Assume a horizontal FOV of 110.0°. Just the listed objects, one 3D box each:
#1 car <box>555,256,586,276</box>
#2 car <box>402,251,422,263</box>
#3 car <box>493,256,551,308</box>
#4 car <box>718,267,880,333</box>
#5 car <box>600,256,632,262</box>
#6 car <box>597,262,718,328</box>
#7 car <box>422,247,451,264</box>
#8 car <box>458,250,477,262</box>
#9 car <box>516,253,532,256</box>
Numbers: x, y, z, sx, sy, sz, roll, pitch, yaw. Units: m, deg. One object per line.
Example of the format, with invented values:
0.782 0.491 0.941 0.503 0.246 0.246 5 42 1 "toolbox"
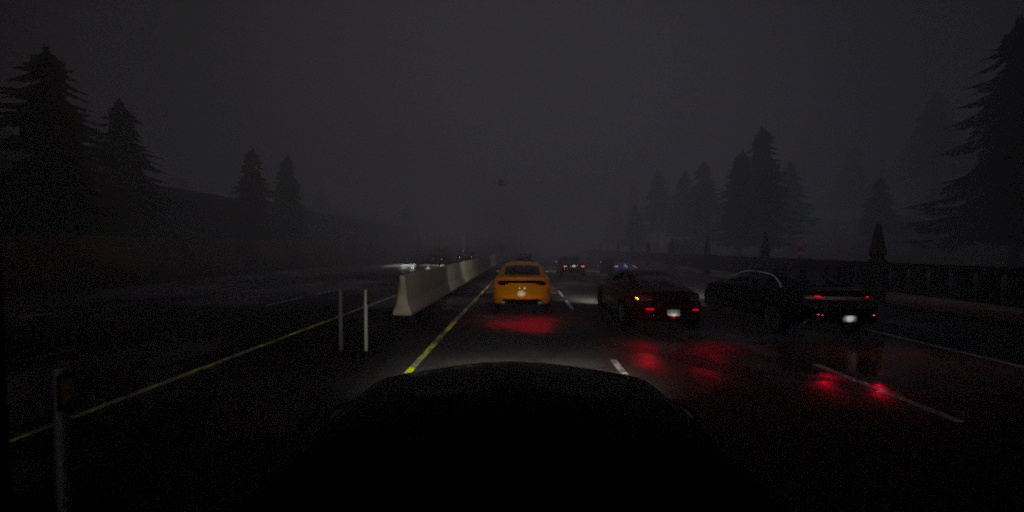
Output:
4.381 0.689 27.223 2.033 1.411 5.357 0 1 3 "car"
-12.597 0.121 45.982 2.128 1.511 4.902 0 1 2 "car"
0.394 0.940 13.537 1.882 1.535 5.008 0 2 2 "car"
7.257 1.062 10.010 2.128 1.511 4.902 0 1 2 "car"
7.879 0.703 27.097 2.033 1.411 5.357 0 1 3 "car"
3.773 1.074 10.456 1.812 1.442 4.674 0 1 2 "car"
-9.141 -0.110 44.830 2.150 2.045 5.566 0 1 2 "car"
-5.590 0.002 46.022 2.097 1.767 4.553 0 2 2 "car"
1.094 0.506 32.524 1.837 1.490 4.892 0 1 2 "car"
